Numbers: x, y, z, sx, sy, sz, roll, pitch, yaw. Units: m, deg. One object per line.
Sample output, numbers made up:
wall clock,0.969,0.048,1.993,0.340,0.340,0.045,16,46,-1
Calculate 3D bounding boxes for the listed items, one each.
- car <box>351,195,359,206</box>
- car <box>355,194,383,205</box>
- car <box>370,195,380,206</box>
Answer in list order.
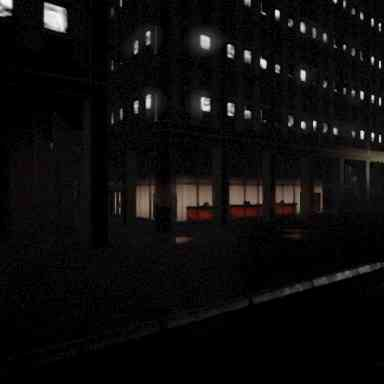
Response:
car,19.857,0.876,44.097,2.192,1.841,5.009,0,0,-36
car,26.762,1.082,49.189,2.008,1.369,4.403,0,0,-36
car,23.303,1.120,39.373,1.752,1.417,4.829,0,0,-36
